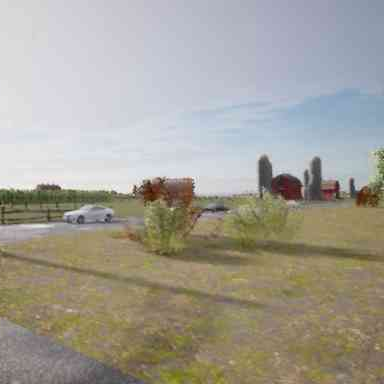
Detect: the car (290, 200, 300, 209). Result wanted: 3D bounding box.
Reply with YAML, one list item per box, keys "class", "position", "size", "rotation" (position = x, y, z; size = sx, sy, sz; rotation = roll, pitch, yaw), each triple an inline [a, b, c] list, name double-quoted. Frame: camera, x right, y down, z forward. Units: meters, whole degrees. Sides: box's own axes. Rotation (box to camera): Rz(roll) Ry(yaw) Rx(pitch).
- class: "car"
  position: [17.858, 2.249, 59.730]
  size: [1.812, 1.442, 4.674]
  rotation: [-1, -2, 36]

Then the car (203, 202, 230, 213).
- class: "car"
  position: [3.168, 2.125, 45.468]
  size: [2.033, 1.411, 5.357]
  rotation: [-1, -1, 36]

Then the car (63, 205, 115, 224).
- class: "car"
  position: [-8.827, 1.880, 28.817]
  size: [1.812, 1.442, 4.674]
  rotation: [-1, -1, 36]
